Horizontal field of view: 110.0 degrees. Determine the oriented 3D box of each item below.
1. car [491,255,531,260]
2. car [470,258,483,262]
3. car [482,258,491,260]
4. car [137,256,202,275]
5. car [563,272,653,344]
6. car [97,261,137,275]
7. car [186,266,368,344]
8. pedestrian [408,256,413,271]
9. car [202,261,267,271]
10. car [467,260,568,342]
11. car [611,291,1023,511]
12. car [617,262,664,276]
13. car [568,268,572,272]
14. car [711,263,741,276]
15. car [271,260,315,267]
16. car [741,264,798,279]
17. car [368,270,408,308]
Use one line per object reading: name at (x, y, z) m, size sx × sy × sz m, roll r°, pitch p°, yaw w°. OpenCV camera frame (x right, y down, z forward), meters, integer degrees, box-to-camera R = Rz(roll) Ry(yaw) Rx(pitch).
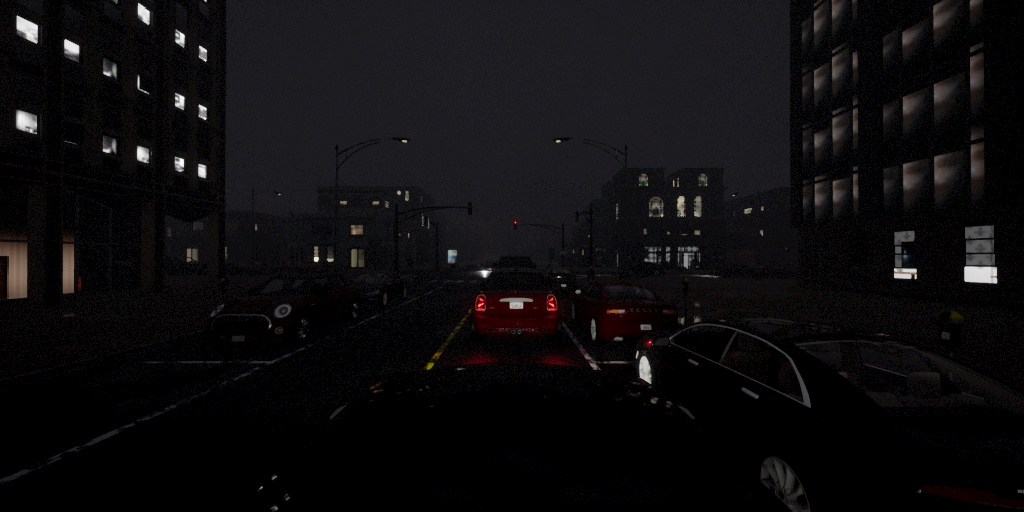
car at (0.113, 0.974, 20.128) m, size 2.150 × 2.045 × 5.566 m, roll 0°, pitch 0°, yaw -1°
car at (-5.709, 1.338, 53.213) m, size 1.802 × 1.307 × 4.207 m, roll 0°, pitch 0°, yaw 0°
car at (-3.092, 1.357, 52.070) m, size 1.895 × 1.301 × 4.718 m, roll 0°, pitch 0°, yaw -1°
car at (-30.964, 0.918, 33.289) m, size 5.009 × 1.841 × 2.192 m, roll 0°, pitch 0°, yaw 1°
car at (2.687, 1.296, 9.429) m, size 1.888 × 1.381 × 4.507 m, roll 0°, pitch 0°, yaw 0°
car at (-36.500, 1.131, 33.372) m, size 4.403 × 1.370 × 2.007 m, roll 0°, pitch 0°, yaw 1°
car at (-5.693, 1.190, 9.443) m, size 1.967 × 1.591 × 4.097 m, roll 0°, pitch 0°, yaw 0°
pedestrian at (-12.568, 0.885, 44.345) m, size 0.375 × 1.860 × 0.375 m, roll 0°, pitch -1°, yaw 1°
car at (-25.427, 1.177, 33.206) m, size 4.403 × 1.370 × 2.007 m, roll 0°, pitch 0°, yaw 1°
car at (0.096, 1.103, 9.974) m, size 2.097 × 1.767 × 4.553 m, roll 0°, pitch 0°, yaw 0°
car at (2.689, 1.301, 3.737) m, size 2.007 × 1.370 × 4.403 m, roll 0°, pitch 0°, yaw 0°
car at (13.772, 1.339, 38.403) m, size 4.892 × 1.490 × 1.837 m, roll 0°, pitch 0°, yaw 1°
car at (2.683, 1.303, 20.813) m, size 2.007 × 1.370 × 4.403 m, roll 0°, pitch 0°, yaw 0°
car at (23.618, 1.447, 38.256) m, size 4.181 × 1.385 × 1.994 m, roll 0°, pitch 0°, yaw 2°
car at (-25.469, 1.198, 41.588) m, size 4.829 × 1.417 × 1.751 m, roll 0°, pitch 0°, yaw 1°
car at (23.631, 1.433, 32.434) m, size 4.207 × 1.307 × 1.802 m, roll 0°, pitch 0°, yaw 1°
car at (-5.696, 1.302, 15.135) m, size 2.007 × 1.370 × 4.403 m, roll 0°, pitch 0°, yaw 0°
